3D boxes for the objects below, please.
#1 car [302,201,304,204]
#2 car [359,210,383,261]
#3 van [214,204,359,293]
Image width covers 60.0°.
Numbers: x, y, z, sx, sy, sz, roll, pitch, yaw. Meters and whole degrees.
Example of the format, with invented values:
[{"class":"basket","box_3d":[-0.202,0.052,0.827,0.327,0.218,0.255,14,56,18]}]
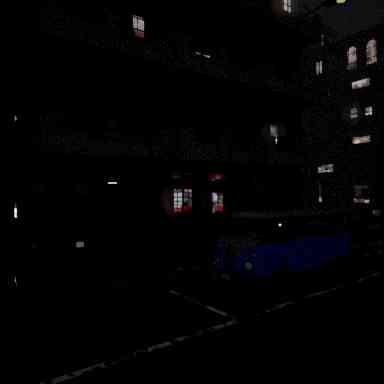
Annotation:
[{"class":"car","box_3d":[11.562,1.351,40.949,1.887,1.381,4.507,-1,1,-37]},{"class":"car","box_3d":[6.823,1.546,11.936,4.403,1.369,2.008,0,-1,-37]},{"class":"van","box_3d":[2.392,1.338,8.546,3.998,1.788,1.690,0,-1,-37]}]
